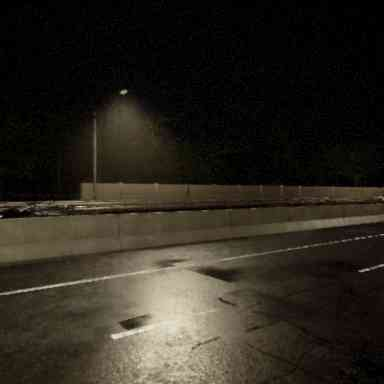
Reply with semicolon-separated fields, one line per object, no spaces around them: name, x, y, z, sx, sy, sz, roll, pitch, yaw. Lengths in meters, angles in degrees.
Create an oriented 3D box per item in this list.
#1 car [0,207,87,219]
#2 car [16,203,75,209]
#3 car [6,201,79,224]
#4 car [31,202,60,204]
car;-7.353;1.608;15.941;4.718;1.301;1.895;0;0;-35
car;-8.343;1.572;19.533;4.181;1.385;1.994;0;0;-35
car;-11.548;1.502;25.844;4.902;1.511;2.128;0;0;-35
car;-10.530;1.501;22.272;4.902;1.511;2.128;0;0;-36
